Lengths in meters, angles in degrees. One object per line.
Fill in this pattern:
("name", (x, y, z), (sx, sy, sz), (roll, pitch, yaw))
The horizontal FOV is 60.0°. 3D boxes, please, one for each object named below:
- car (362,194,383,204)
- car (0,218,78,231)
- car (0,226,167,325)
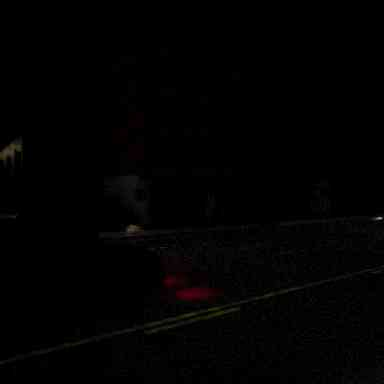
("car", (27.727, 1.102, 51.225), (3.806, 1.475, 1.970), (-2, 1, -35))
("car", (-4.921, 1.515, 9.082), (4.892, 1.490, 1.837), (1, 0, -35))
("car", (-3.108, 1.556, 6.077), (5.357, 1.411, 2.033), (1, 0, -35))
